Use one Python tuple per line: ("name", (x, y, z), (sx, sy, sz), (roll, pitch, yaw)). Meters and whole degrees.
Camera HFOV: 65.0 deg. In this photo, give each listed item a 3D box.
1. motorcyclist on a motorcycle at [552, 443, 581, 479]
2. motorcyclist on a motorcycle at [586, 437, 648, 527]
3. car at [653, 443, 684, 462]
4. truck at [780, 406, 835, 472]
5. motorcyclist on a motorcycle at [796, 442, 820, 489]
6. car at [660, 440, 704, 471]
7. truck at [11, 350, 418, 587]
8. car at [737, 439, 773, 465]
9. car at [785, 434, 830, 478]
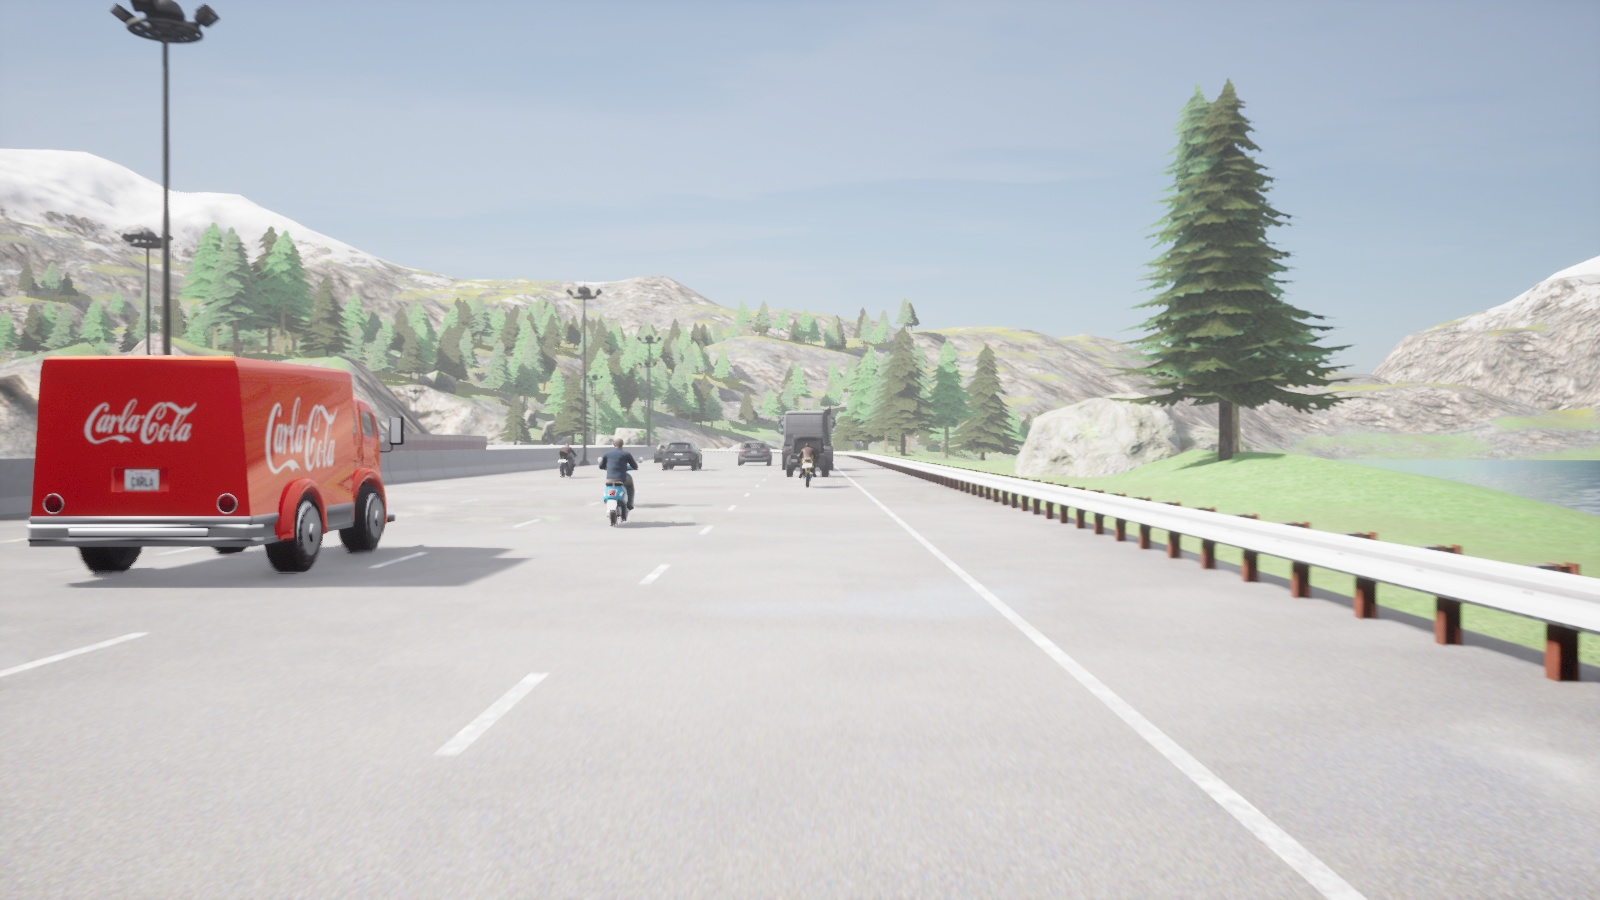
("motorcyclist on a motorcycle", (-10.170, 0.471, 54.822), (0.866, 1.530, 2.191), (0, 0, 0))
("motorcyclist on a motorcycle", (-3.352, 0.570, 23.177), (0.866, 1.590, 1.817), (0, 0, 0))
("car", (-9.938, 0.179, 95.201), (1.970, 1.475, 3.806), (0, 0, 0))
("truck", (0.416, -0.620, 69.850), (2.891, 3.462, 7.936), (0, 0, 0))
("motorcyclist on a motorcycle", (0.257, 0.498, 42.200), (0.797, 1.523, 2.044), (0, 1, 0))
("car", (-6.581, 0.282, 70.479), (2.033, 1.649, 4.856), (0, 0, 0))
("truck", (-6.895, 0.171, 15.691), (2.627, 2.467, 5.204), (0, 1, 0))
("car", (-2.999, 0.121, 84.631), (2.242, 1.667, 4.611), (0, 0, 0))
("car", (0.337, 0.236, 55.971), (1.905, 1.878, 3.866), (0, 1, 0))
